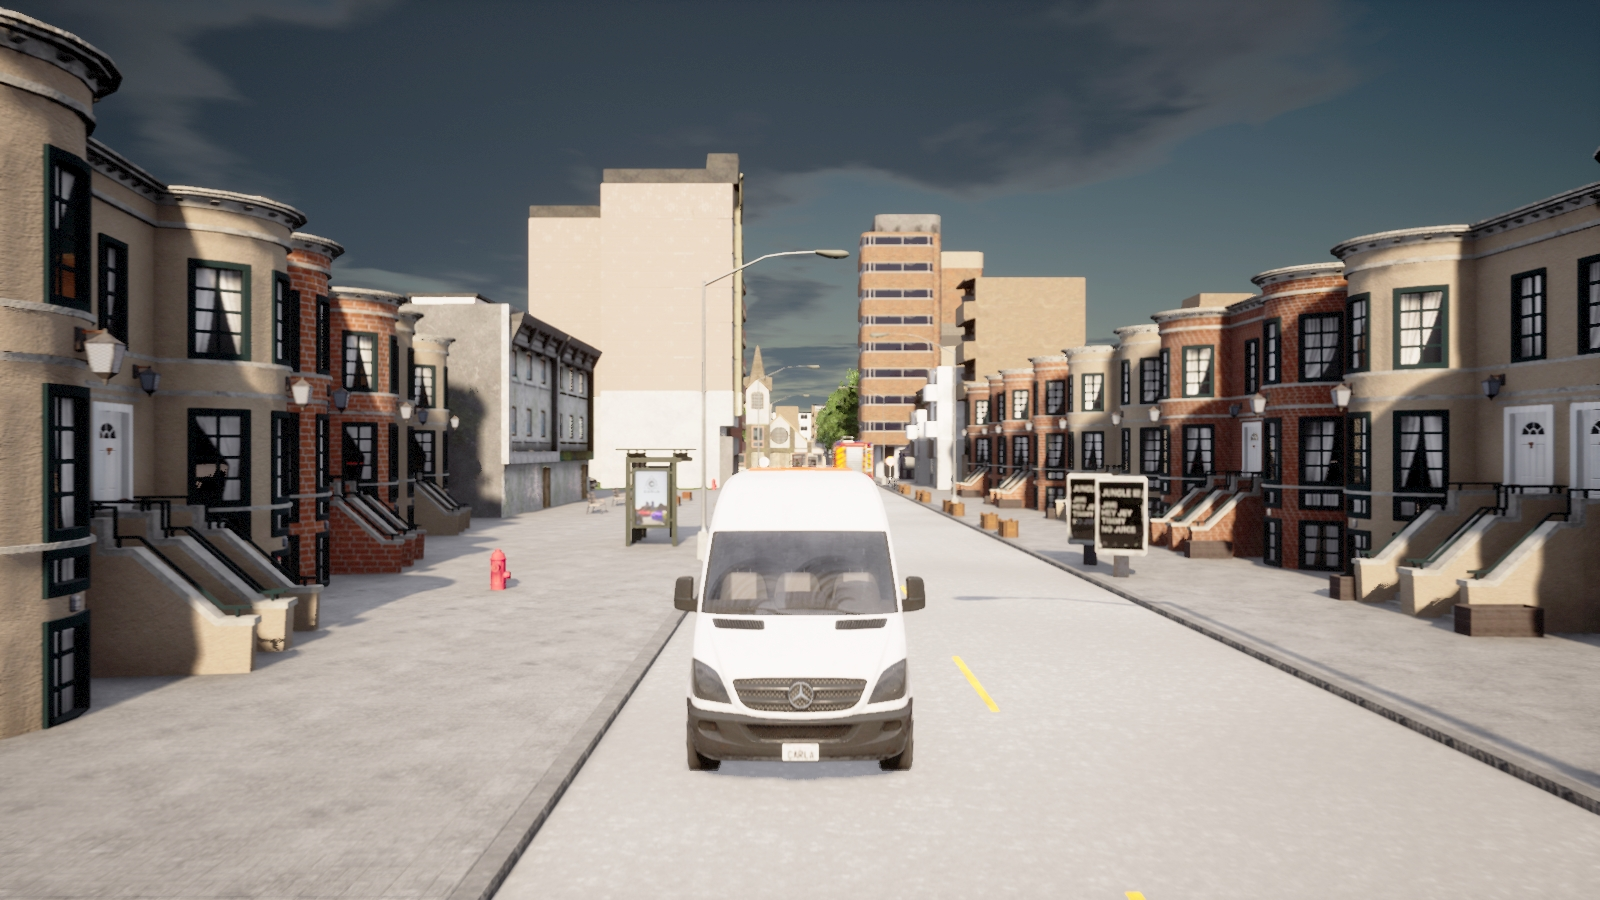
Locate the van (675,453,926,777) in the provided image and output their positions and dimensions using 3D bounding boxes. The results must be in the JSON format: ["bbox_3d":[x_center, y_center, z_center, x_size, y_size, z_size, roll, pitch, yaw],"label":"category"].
[{"bbox_3d":[0.005,1.315,12.030,1.988,2.561,5.915,0,0,0],"label":"van"}]
